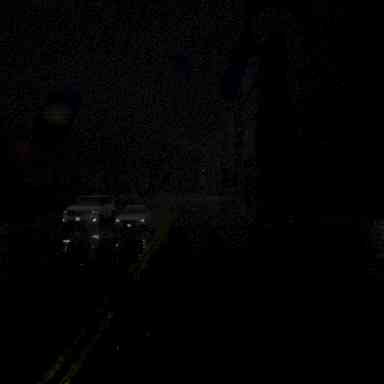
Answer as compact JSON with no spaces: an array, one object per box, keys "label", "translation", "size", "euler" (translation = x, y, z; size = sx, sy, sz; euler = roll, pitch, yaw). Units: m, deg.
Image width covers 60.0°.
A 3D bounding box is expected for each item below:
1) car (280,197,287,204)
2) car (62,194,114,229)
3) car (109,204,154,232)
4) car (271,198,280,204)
[{"label":"car","translation":[16.393,1.476,51.653],"size":[4.206,1.307,1.802],"euler":[0,0,0]},{"label":"car","translation":[-6.596,1.193,21.980],"size":[2.150,2.045,5.566],"euler":[0,0,0]},{"label":"car","translation":[-3.345,1.500,20.013],"size":[1.812,1.442,4.674],"euler":[0,0,0]},{"label":"car","translation":[16.389,1.496,59.678],"size":[4.313,1.339,1.947],"euler":[0,0,0]}]
